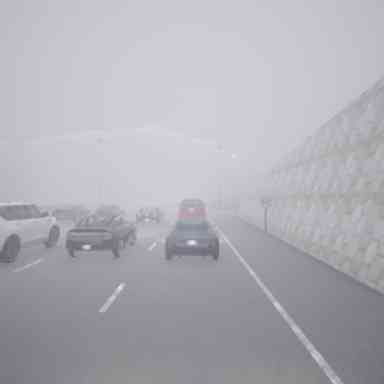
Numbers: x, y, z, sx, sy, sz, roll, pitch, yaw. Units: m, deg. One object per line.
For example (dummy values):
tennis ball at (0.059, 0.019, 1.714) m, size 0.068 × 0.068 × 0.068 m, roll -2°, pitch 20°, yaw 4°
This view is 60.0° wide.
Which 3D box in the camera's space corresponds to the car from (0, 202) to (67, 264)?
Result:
car at (-6.989, 1.361, 12.562) m, size 2.150 × 2.045 × 5.566 m, roll 0°, pitch 0°, yaw 0°

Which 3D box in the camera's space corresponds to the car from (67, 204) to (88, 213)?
car at (-10.475, 1.792, 29.219) m, size 1.882 × 1.535 × 5.008 m, roll 0°, pitch 0°, yaw 0°

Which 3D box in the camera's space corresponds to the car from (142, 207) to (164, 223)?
car at (-3.484, 1.905, 28.228) m, size 1.895 × 1.301 × 4.718 m, roll 0°, pitch -1°, yaw 0°

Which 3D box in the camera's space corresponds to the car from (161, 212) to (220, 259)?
car at (0.023, 1.708, 13.276) m, size 1.994 × 1.385 × 4.181 m, roll 0°, pitch -1°, yaw 1°

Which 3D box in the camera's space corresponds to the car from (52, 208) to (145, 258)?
car at (-3.476, 1.639, 13.477) m, size 2.128 × 1.511 × 4.902 m, roll 0°, pitch 0°, yaw 1°

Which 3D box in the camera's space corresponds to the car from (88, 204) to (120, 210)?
car at (-6.981, 1.814, 28.473) m, size 1.837 × 1.490 × 4.892 m, roll 0°, pitch 0°, yaw 0°

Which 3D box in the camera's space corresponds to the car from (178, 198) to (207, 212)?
car at (0.034, 1.522, 27.538) m, size 2.150 × 2.045 × 5.566 m, roll 0°, pitch 0°, yaw 1°
